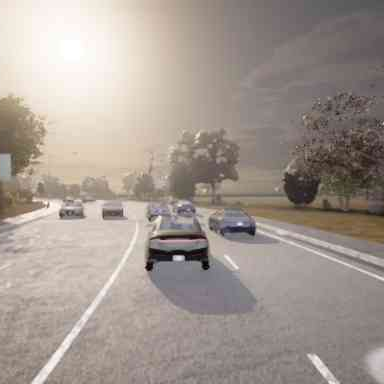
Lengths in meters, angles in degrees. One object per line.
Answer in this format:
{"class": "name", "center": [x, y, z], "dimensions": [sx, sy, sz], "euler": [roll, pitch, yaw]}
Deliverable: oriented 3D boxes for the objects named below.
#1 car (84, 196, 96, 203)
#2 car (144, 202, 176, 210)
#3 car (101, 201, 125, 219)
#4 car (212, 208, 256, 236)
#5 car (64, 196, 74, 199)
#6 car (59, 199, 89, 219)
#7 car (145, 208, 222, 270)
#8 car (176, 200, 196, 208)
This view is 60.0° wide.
{"class": "car", "center": [-21.123, 1.609, 68.152], "dimensions": [1.994, 1.385, 4.181], "euler": [0, 0, -28]}
{"class": "car", "center": [-3.019, 1.593, 28.682], "dimensions": [2.033, 1.411, 5.357], "euler": [0, 0, -12]}
{"class": "car", "center": [-7.113, 1.524, 30.015], "dimensions": [1.882, 1.535, 5.008], "euler": [0, 0, -13]}
{"class": "car", "center": [2.146, 1.592, 18.792], "dimensions": [1.994, 1.385, 4.181], "euler": [0, 0, -8]}
{"class": "car", "center": [-25.411, 1.618, 68.701], "dimensions": [2.033, 1.411, 5.357], "euler": [0, 0, -28]}
{"class": "car", "center": [-10.715, 1.609, 30.028], "dimensions": [1.994, 1.385, 4.181], "euler": [0, 0, -13]}
{"class": "car", "center": [-0.527, 1.510, 11.101], "dimensions": [2.128, 1.511, 4.902], "euler": [0, 0, -4]}
{"class": "car", "center": [-0.874, 1.582, 34.896], "dimensions": [1.812, 1.442, 4.674], "euler": [0, 0, -14]}
